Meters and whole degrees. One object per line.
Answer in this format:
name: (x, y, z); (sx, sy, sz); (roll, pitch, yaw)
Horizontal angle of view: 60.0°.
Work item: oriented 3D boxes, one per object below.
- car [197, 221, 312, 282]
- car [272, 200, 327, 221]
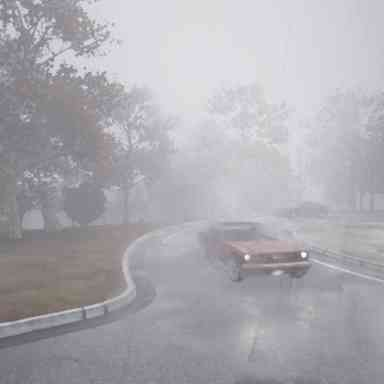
car: (1.559, 1.599, 9.991); (1.895, 1.301, 4.718); (0, 0, -12)
car: (8.855, 1.473, 27.274); (5.008, 1.535, 1.882); (0, -1, -28)
